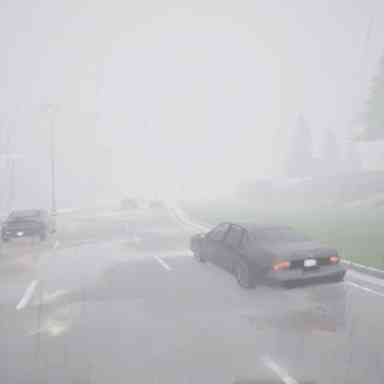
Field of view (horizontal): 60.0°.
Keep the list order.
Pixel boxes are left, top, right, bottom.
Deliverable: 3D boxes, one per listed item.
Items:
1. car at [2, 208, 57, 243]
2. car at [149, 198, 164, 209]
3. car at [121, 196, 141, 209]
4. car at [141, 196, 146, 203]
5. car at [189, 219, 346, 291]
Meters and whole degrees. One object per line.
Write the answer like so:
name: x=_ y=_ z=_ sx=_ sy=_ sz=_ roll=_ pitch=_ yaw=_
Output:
car: x=-8.262 y=1.607 z=17.194 sx=1.837 sy=1.490 sz=4.892 roll=-2 pitch=0 yaw=-14
car: x=-4.537 y=1.423 z=42.862 sx=1.895 sy=1.301 sz=4.718 roll=-2 pitch=0 yaw=-5
car: x=-8.097 y=1.420 z=43.509 sx=1.837 sy=1.490 sz=4.892 roll=-2 pitch=1 yaw=-5
car: x=-9.687 y=1.394 z=61.612 sx=1.994 sy=1.385 sz=4.181 roll=-2 pitch=0 yaw=-5
car: x=1.533 y=1.443 z=8.895 sx=2.033 sy=1.411 sz=5.357 roll=-2 pitch=0 yaw=-18
